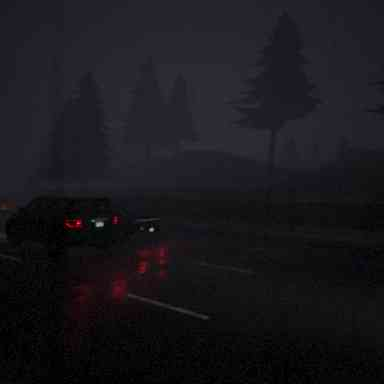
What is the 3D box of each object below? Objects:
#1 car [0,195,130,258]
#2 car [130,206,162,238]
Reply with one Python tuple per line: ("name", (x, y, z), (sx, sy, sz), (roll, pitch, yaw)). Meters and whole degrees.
("car", (-5.071, 1.144, 12.741), (5.566, 2.045, 2.150), (1, 0, 41))
("car", (-3.587, 1.415, 16.134), (4.902, 1.511, 2.128), (1, 0, 41))
